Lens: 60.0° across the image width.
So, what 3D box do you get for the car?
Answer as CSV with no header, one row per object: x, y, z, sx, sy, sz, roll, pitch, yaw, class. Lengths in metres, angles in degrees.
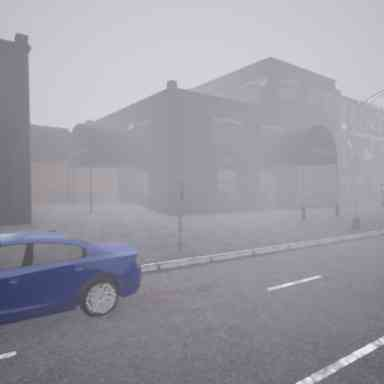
-3.331,1.481,5.879,5.008,1.535,1.882,0,0,-36,car
